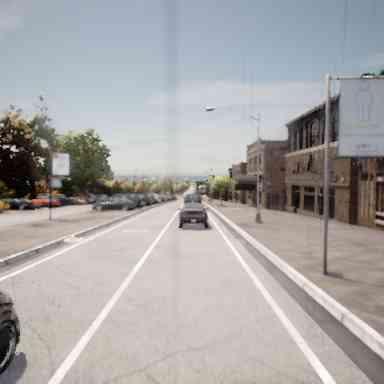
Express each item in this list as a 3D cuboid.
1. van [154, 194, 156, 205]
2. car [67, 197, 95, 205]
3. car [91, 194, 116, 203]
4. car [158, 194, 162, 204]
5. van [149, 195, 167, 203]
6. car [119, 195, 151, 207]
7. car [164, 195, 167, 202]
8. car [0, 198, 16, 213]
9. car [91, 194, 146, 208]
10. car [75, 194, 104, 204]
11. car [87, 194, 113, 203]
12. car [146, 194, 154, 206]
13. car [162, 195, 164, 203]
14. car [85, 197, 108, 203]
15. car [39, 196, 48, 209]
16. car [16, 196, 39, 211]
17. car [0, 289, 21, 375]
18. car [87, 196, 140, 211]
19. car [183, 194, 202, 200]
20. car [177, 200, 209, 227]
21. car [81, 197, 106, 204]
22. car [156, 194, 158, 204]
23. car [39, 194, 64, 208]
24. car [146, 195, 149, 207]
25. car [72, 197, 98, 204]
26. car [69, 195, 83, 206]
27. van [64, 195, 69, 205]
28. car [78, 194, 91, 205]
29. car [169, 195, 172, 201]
[{"bbox_3d":[-8.735,1.355,54.610,4.442,1.987,1.878,0,-1,0],"label":"van"},{"bbox_3d":[-21.914,1.718,65.669,4.792,1.488,2.163,0,-1,0],"label":"car"},{"bbox_3d":[-21.939,1.622,82.256,5.566,2.045,2.435,0,-1,0],"label":"car"},{"bbox_3d":[-8.855,1.661,63.018,5.008,1.535,2.097,0,-1,0],"label":"car"},{"bbox_3d":[-8.775,1.686,85.443,4.442,1.987,1.878,0,-1,0],"label":"van"},{"bbox_3d":[-8.817,1.429,51.805,4.553,1.767,2.185,0,-1,0],"label":"car"},{"bbox_3d":[-8.875,1.806,77.034,5.008,1.535,2.097,0,-1,0],"label":"car"},{"bbox_3d":[-21.926,1.456,35.037,5.008,1.535,2.097,0,0,0],"label":"car"},{"bbox_3d":[-8.877,1.224,40.596,5.566,2.045,2.435,0,0,0],"label":"car"},{"bbox_3d":[-21.923,1.492,71.240,5.566,2.045,2.435,0,-1,0],"label":"car"},{"bbox_3d":[-21.934,1.588,79.595,5.566,2.045,2.435,0,-1,0],"label":"car"},{"bbox_3d":[-8.876,1.280,49.006,5.566,2.045,2.435,0,0,0],"label":"car"},{"bbox_3d":[-8.892,1.437,65.824,5.566,2.045,2.435,0,-1,0],"label":"car"},{"bbox_3d":[-21.956,1.844,76.684,4.674,1.452,2.002,0,-1,0],"label":"car"},{"bbox_3d":[-21.930,1.532,43.392,4.674,1.452,2.002,0,0,0],"label":"car"},{"bbox_3d":[-21.934,1.476,40.606,5.008,1.535,2.097,0,0,0],"label":"car"},{"bbox_3d":[-3.250,1.563,2.693,1.994,1.385,4.181,0,0,0],"label":"car"},{"bbox_3d":[-8.844,1.465,37.794,4.892,1.521,2.231,0,0,0],"label":"car"},{"bbox_3d":[0.097,1.221,41.230,2.150,2.045,5.566,0,0,0],"label":"car"},{"bbox_3d":[0.098,1.495,22.517,1.837,1.490,4.892,0,0,0],"label":"car"},{"bbox_3d":[-21.950,1.774,74.023,5.008,1.535,2.097,0,-1,0],"label":"car"},{"bbox_3d":[-8.847,1.609,57.412,4.892,1.521,2.231,0,-1,0],"label":"car"},{"bbox_3d":[-21.896,1.406,48.962,4.553,1.767,2.185,0,0,0],"label":"car"},{"bbox_3d":[-8.854,1.509,46.199,4.892,1.521,2.231,0,0,0],"label":"car"},{"bbox_3d":[-21.976,1.744,68.454,4.792,1.488,2.163,0,-1,0],"label":"car"},{"bbox_3d":[-21.930,1.648,57.313,4.674,1.452,2.002,0,-1,0],"label":"car"},{"bbox_3d":[-22.045,1.329,51.743,4.442,1.987,1.878,0,0,0],"label":"van"},{"bbox_3d":[-21.750,1.632,60.098,5.366,1.575,1.946,0,-1,0],"label":"car"},{"bbox_3d":[-8.898,2.019,93.849,5.008,1.535,2.097,0,-1,0],"label":"car"}]
